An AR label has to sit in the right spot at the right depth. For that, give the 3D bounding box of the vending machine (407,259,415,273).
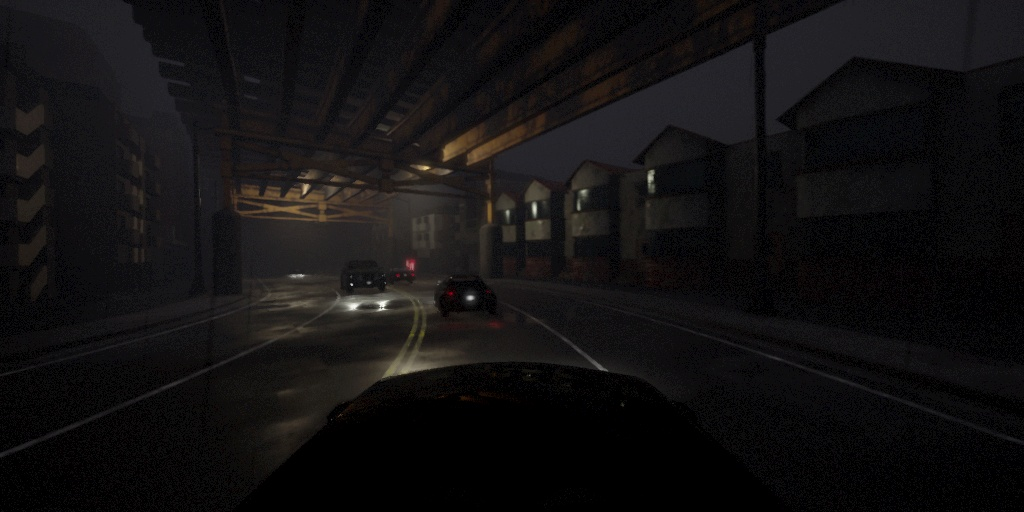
[{"bbox_3d":[-13.259,1.368,47.043,1.100,2.100,0.880,0,0,-37],"label":"vending machine"}]

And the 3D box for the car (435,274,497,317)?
[{"bbox_3d":[-1.899,1.392,13.903,1.994,1.385,4.181,-1,0,-15],"label":"car"}]

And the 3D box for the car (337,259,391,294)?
[{"bbox_3d":[-9.668,1.227,23.138,2.150,2.045,5.566,-1,-1,-31],"label":"car"}]

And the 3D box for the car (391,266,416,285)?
[{"bbox_3d":[-9.806,1.587,30.124,2.033,1.411,5.357,-1,0,-36],"label":"car"}]
